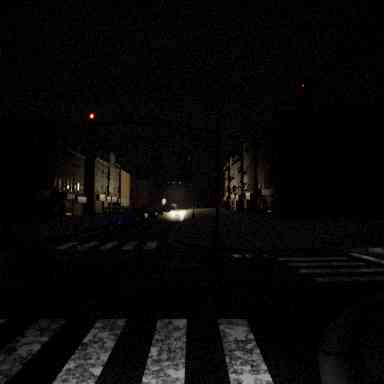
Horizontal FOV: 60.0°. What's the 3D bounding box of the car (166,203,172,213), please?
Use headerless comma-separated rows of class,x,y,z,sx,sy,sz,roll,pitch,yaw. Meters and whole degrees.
car,-5.512,3.344,64.469,1.887,1.381,4.507,1,-2,0

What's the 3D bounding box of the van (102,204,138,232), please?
van,-5.396,1.905,24.447,1.690,1.788,3.998,2,-2,0

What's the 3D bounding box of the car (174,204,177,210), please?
car,-5.570,4.085,85.618,2.008,1.369,4.403,1,-2,0

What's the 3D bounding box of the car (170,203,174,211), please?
car,-5.524,3.418,69.760,1.967,1.590,4.097,1,-2,0

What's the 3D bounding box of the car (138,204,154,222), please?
car,-5.418,2.120,32.749,2.192,1.841,5.009,2,-2,0

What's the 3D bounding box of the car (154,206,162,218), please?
car,-5.453,2.666,43.318,1.887,1.381,4.507,2,-2,0

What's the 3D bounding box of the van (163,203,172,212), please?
van,-5.536,3.501,75.050,1.690,1.788,3.998,1,-2,0

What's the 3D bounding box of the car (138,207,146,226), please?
car,-5.411,2.210,27.759,2.008,1.369,4.403,2,-2,0

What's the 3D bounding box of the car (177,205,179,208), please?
car,-5.580,4.041,90.912,2.192,1.841,5.009,1,-2,0

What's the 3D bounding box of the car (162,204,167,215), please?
car,-5.484,3.035,53.893,1.802,1.307,4.206,2,-2,0
